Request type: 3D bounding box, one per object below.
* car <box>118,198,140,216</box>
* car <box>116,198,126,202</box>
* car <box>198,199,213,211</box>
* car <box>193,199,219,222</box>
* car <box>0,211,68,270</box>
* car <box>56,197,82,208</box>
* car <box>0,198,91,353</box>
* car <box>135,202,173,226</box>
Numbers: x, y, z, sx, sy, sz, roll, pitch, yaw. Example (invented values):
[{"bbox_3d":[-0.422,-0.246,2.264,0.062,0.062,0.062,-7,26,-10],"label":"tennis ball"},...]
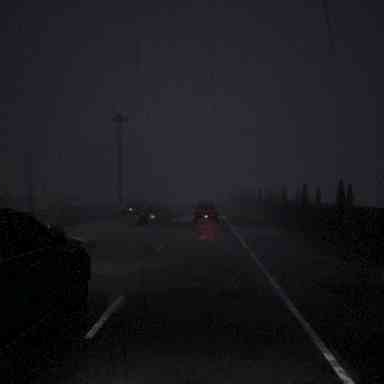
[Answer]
[{"bbox_3d":[-5.628,1.603,32.974,1.994,1.385,4.181,0,0,2],"label":"car"},{"bbox_3d":[-11.749,1.755,57.351,1.895,1.301,4.718,0,0,2],"label":"car"},{"bbox_3d":[1.773,1.620,42.758,1.812,1.442,4.674,0,0,2],"label":"car"},{"bbox_3d":[1.128,1.546,26.765,1.837,1.490,4.892,0,0,2],"label":"car"},{"bbox_3d":[-6.481,1.538,11.784,2.033,1.411,5.357,0,0,2],"label":"car"},{"bbox_3d":[-18.999,1.557,51.630,2.128,1.511,4.902,0,0,3],"label":"car"},{"bbox_3d":[-3.234,1.214,4.571,2.150,2.045,5.566,0,0,2],"label":"car"},{"bbox_3d":[-2.492,1.588,23.822,1.994,1.385,4.181,0,0,2],"label":"car"}]
